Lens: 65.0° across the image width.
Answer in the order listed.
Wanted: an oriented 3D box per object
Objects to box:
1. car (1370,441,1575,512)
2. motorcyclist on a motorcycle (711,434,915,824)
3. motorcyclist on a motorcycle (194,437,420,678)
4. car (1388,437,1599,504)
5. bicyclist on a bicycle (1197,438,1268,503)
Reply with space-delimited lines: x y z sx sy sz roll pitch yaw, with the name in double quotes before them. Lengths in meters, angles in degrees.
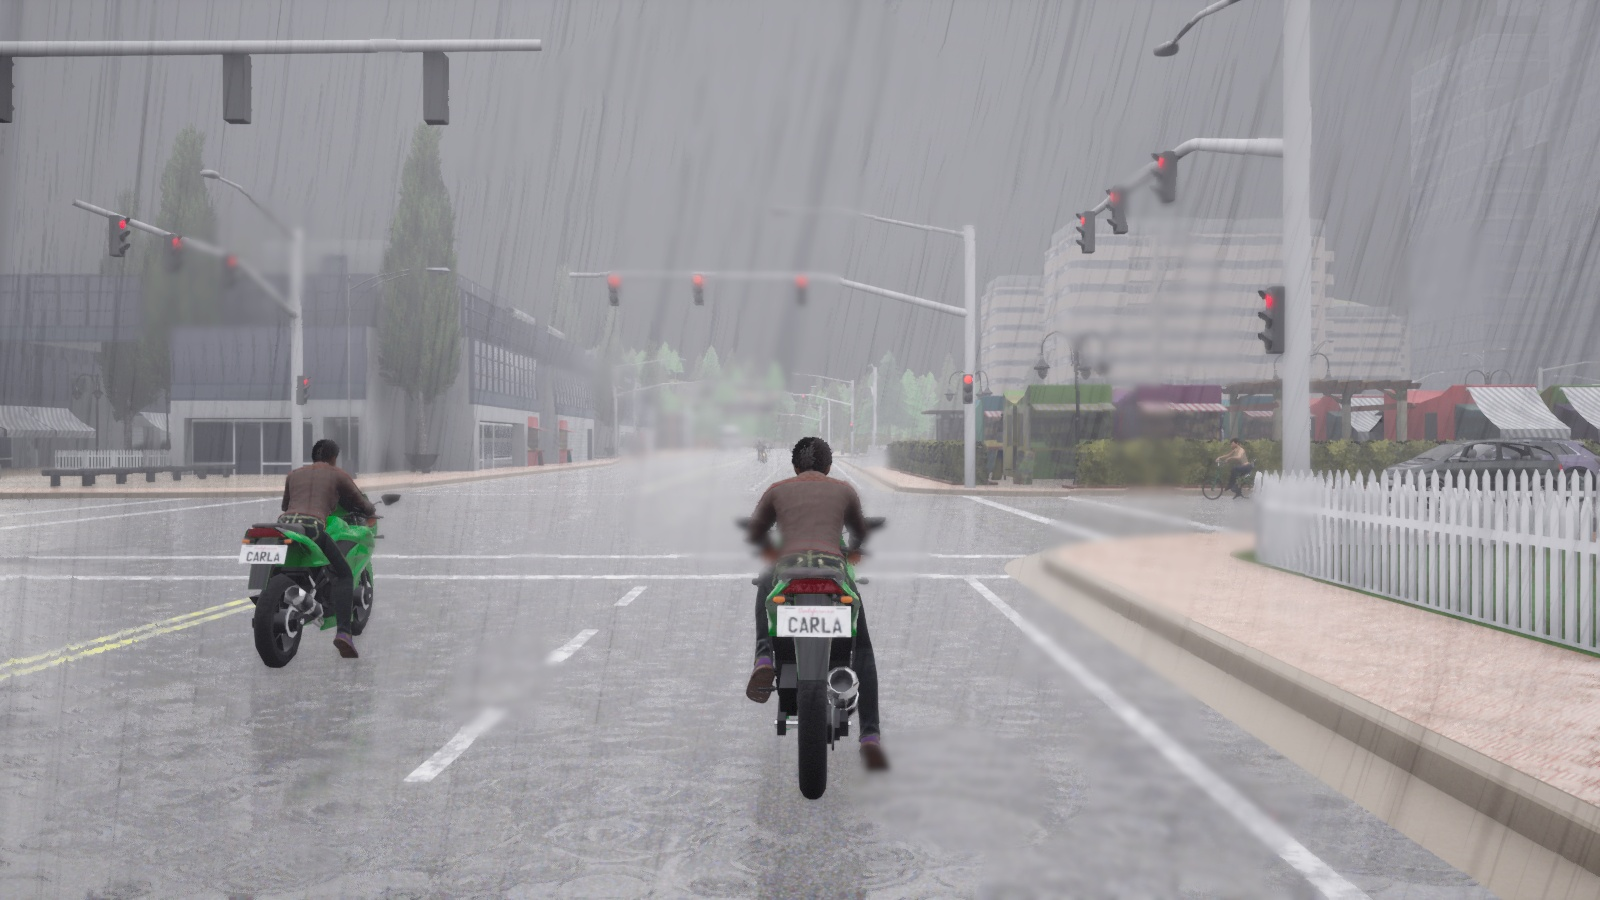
"car" 15.225 0.576 28.550 3.705 1.549 1.789 0 0 -1
"motorcyclist on a motorcycle" 0.056 0.695 5.932 0.797 1.523 2.044 0 0 0
"motorcyclist on a motorcycle" -3.424 0.675 8.958 0.797 1.523 2.044 0 0 0
"car" 17.933 0.510 32.101 4.856 1.649 2.033 0 0 -1
"bicyclist on a bicycle" 11.005 0.511 31.967 1.509 1.612 0.866 0 0 -1
